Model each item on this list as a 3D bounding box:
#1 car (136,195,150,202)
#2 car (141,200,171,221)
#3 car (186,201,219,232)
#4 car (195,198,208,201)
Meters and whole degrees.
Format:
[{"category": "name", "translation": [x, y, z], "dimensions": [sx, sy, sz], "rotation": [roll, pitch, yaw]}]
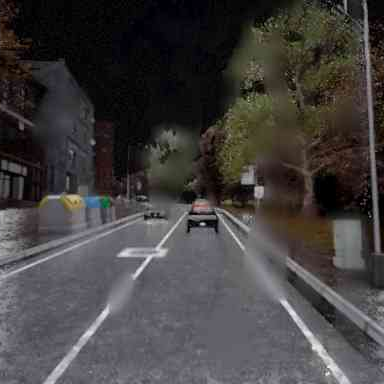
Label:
[{"category": "car", "translation": [-10.022, 1.457, 68.157], "dimensions": [1.882, 1.535, 5.008], "rotation": [3, -1, -27]}, {"category": "car", "translation": [-2.861, 1.659, 28.171], "dimensions": [1.994, 1.385, 4.181], "rotation": [0, 0, 1]}, {"category": "car", "translation": [0.654, 1.563, 20.805], "dimensions": [2.128, 1.511, 4.902], "rotation": [0, 0, 2]}, {"category": "car", "translation": [1.033, 1.490, 38.470], "dimensions": [2.097, 1.767, 4.553], "rotation": [0, 0, 0]}]
